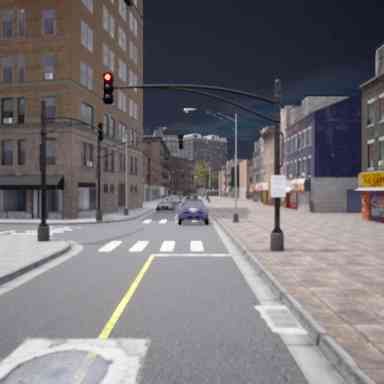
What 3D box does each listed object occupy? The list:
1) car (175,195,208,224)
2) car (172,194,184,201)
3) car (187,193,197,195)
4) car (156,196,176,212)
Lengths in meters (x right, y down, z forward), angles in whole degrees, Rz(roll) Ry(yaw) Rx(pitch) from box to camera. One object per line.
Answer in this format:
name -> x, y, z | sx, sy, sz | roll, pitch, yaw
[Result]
car -> 0.089, 1.318, 24.806 | 2.097, 1.767, 4.553 | 0, 0, 0
car -> -2.769, 1.079, 67.219 | 2.033, 1.411, 5.357 | 0, 0, 0
car -> -0.016, 1.154, 57.251 | 2.150, 2.045, 5.566 | 0, 0, 0
car -> -2.858, 1.516, 37.106 | 1.994, 1.385, 4.181 | 0, 0, 0
